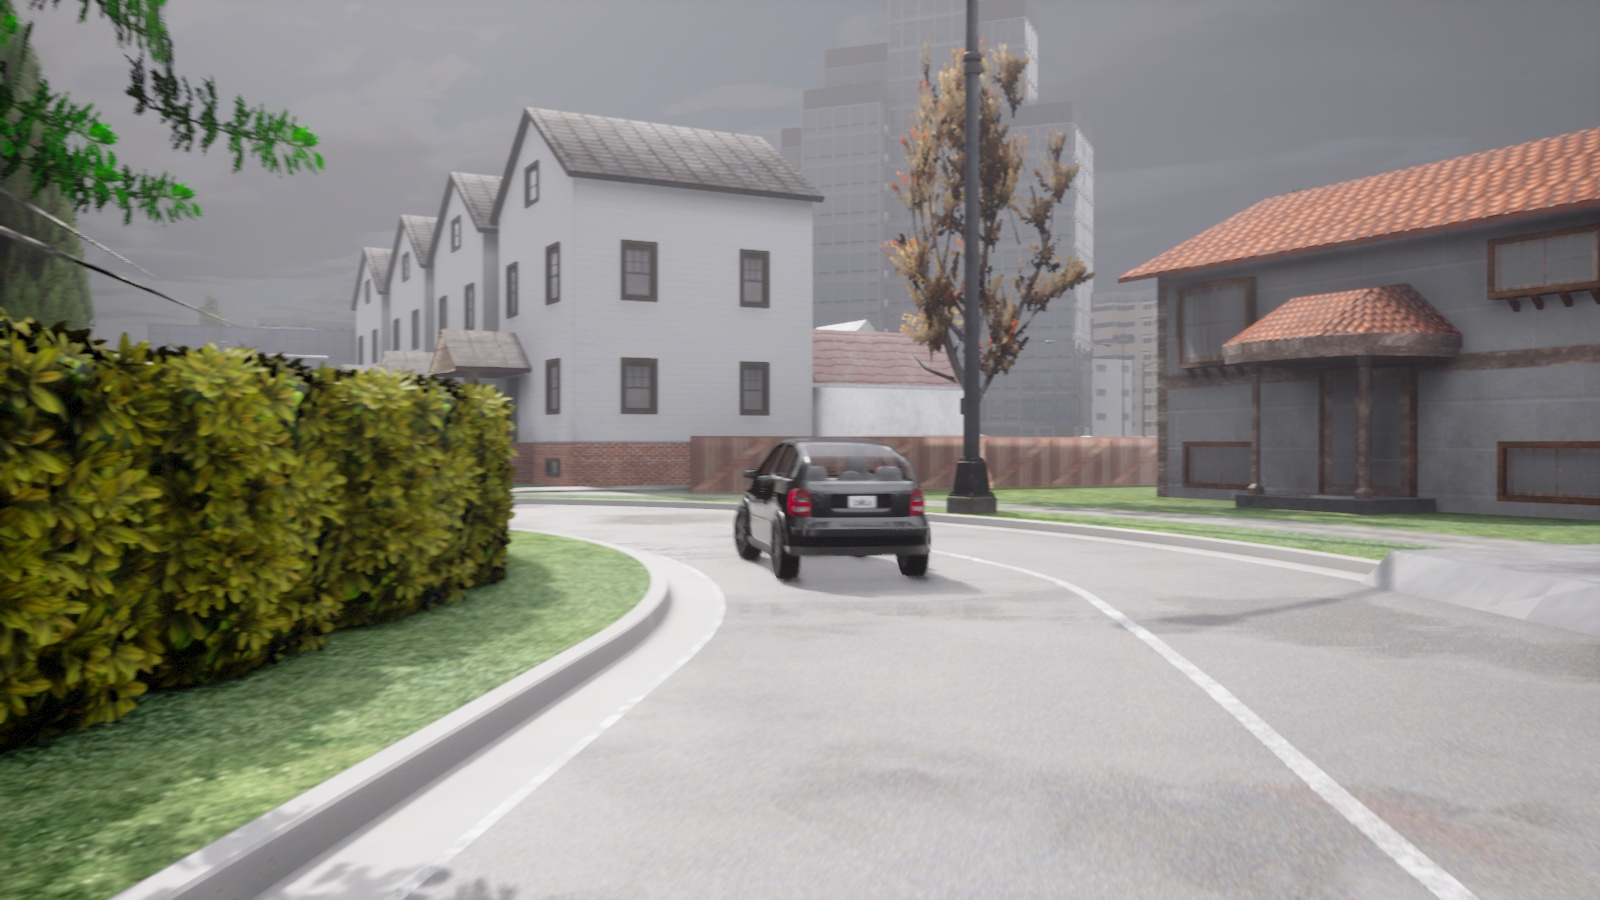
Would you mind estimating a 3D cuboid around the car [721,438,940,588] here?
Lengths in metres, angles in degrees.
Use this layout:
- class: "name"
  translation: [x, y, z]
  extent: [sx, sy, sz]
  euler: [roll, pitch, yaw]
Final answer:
- class: "car"
  translation: [0.221, 0.640, 14.987]
  extent: [1.789, 1.549, 3.705]
  euler: [0, 0, -12]
